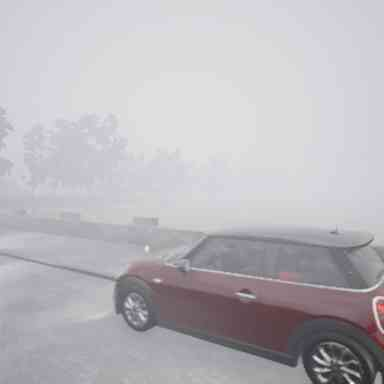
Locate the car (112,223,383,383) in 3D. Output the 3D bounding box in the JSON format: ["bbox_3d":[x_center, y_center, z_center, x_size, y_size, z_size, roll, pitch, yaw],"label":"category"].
[{"bbox_3d":[0.808,1.310,5.316,4.553,1.767,2.097,0,3,36],"label":"car"}]
